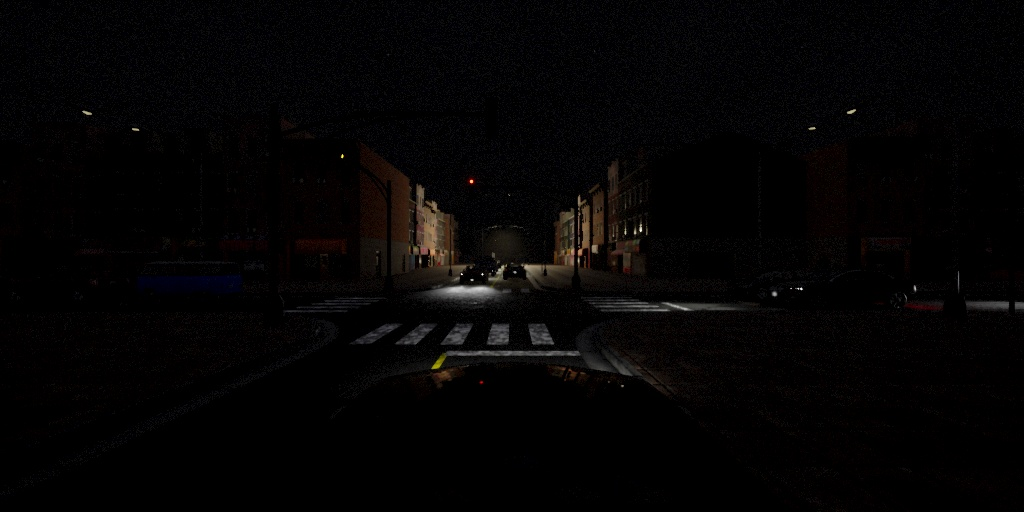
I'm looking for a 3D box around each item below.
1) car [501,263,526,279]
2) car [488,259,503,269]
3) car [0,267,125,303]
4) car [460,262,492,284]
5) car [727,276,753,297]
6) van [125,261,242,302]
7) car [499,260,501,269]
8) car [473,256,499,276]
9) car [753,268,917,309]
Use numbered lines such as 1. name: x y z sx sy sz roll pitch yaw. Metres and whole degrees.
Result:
1. car: 0.233 1.332 32.582 1.994 1.385 4.181 0 0 -1
2. car: -2.676 1.288 57.705 2.128 1.511 4.902 0 0 1
3. car: -20.186 1.239 16.397 4.097 1.591 1.967 0 0 0
4. car: -2.794 1.365 27.295 1.895 1.301 4.718 0 0 0
5. car: 12.291 1.267 16.480 4.403 1.370 2.007 0 0 0
6. van: -14.711 1.124 16.411 3.998 1.789 1.690 0 0 0
7. car: -2.742 1.284 47.310 1.837 1.490 4.892 0 0 0
8. car: -2.775 0.993 37.161 2.150 2.045 5.566 0 0 0
9. car: 12.659 1.205 13.948 4.902 1.511 2.128 0 0 0
